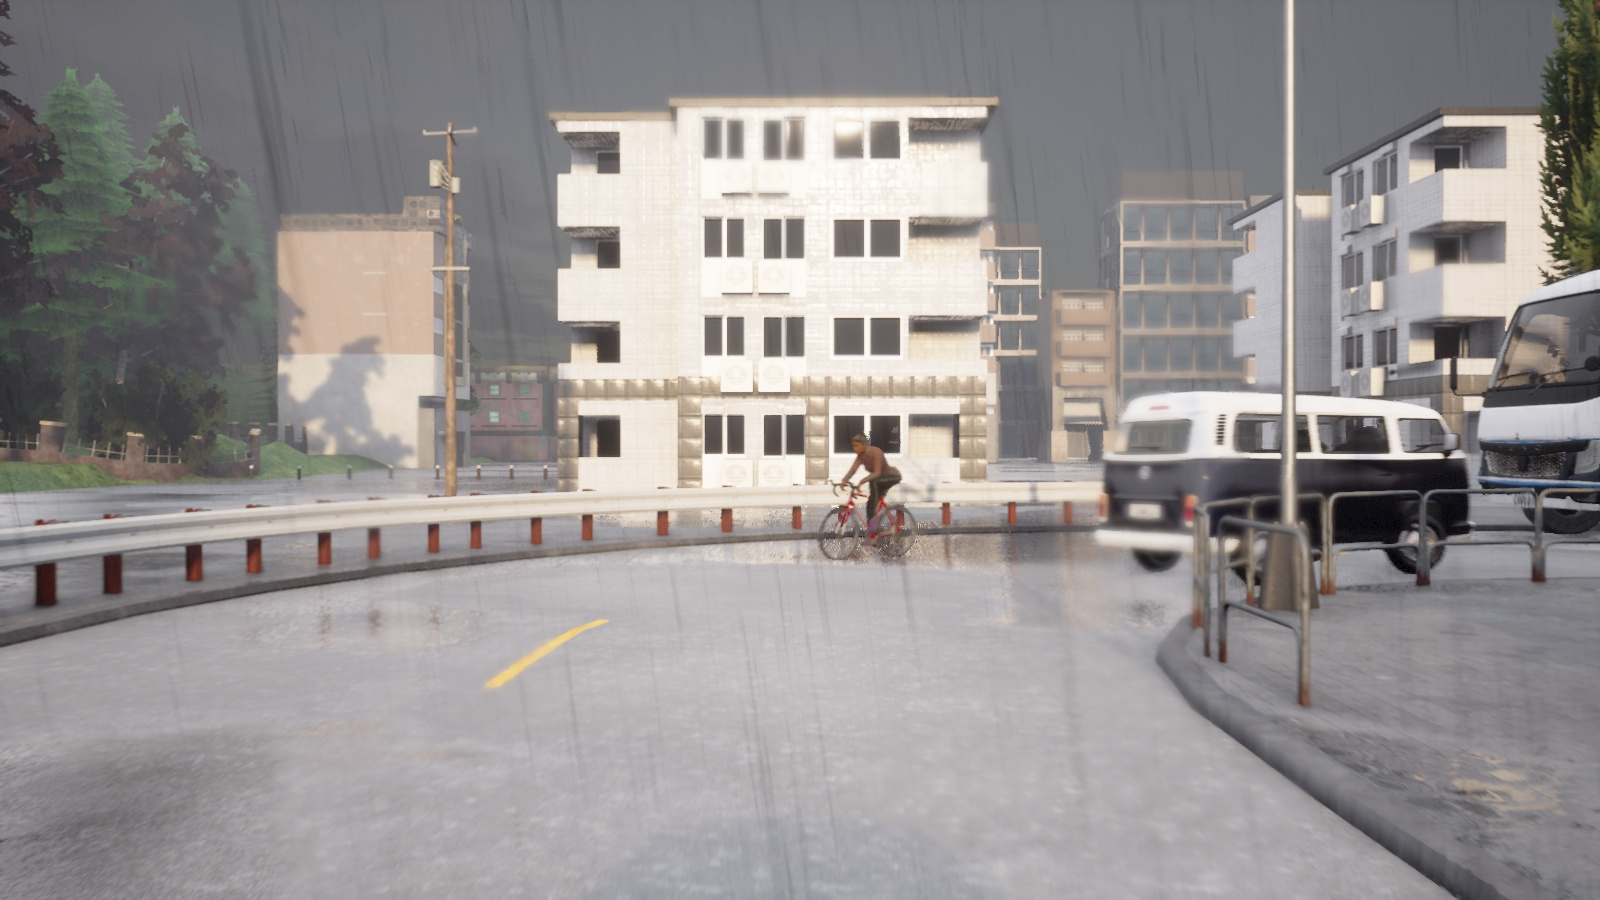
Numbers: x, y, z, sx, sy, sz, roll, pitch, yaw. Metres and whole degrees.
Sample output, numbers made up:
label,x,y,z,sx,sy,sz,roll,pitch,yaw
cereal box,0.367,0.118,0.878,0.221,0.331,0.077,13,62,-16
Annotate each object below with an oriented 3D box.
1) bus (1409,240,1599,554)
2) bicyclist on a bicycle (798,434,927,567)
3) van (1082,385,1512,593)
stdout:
label,x,y,z,sx,sy,sz,roll,pitch,yaw
bus,15.290,-0.724,18.926,10.273,4.253,3.944,0,0,0
bicyclist on a bicycle,0.817,0.611,16.125,1.656,1.620,0.582,-1,2,-37
van,5.664,0.394,14.285,4.480,2.038,2.069,0,-1,-27
